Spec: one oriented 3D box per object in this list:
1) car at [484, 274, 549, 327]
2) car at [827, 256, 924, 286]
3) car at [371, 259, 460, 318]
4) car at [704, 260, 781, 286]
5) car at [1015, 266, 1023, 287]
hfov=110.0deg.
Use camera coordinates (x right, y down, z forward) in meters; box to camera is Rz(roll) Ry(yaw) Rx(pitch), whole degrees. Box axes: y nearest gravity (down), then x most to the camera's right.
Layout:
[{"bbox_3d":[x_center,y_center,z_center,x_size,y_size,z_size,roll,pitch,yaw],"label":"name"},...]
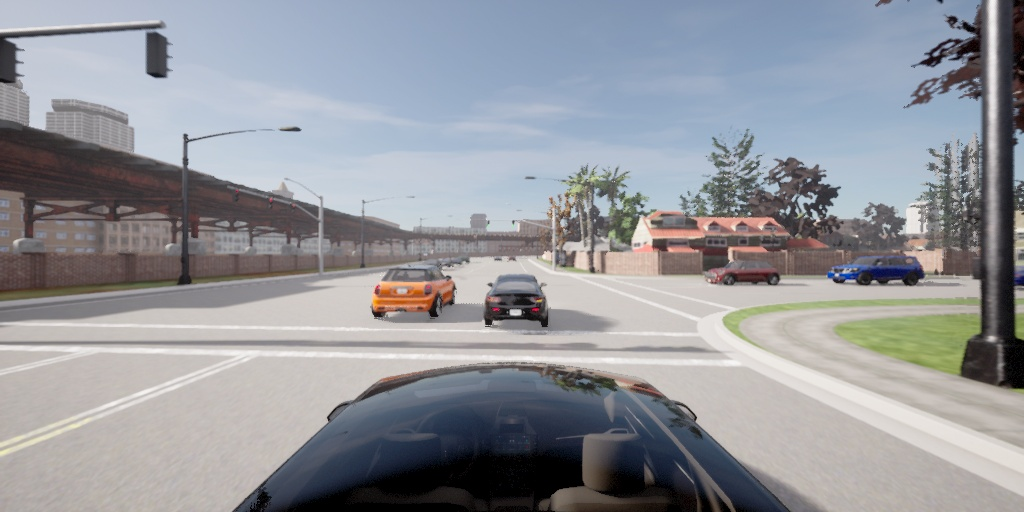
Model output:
[{"bbox_3d":[0.158,1.291,11.549,1.812,1.442,4.674,0,0,2],"label":"car"},{"bbox_3d":[25.775,1.010,25.488,5.566,2.045,2.150,0,0,-2],"label":"car"},{"bbox_3d":[-3.399,1.120,13.225,2.097,1.767,4.553,0,0,0],"label":"car"},{"bbox_3d":[16.090,1.141,25.239,4.553,1.767,2.097,0,0,-1],"label":"car"},{"bbox_3d":[31.817,1.309,21.957,4.674,1.442,1.812,0,0,-2],"label":"car"}]
